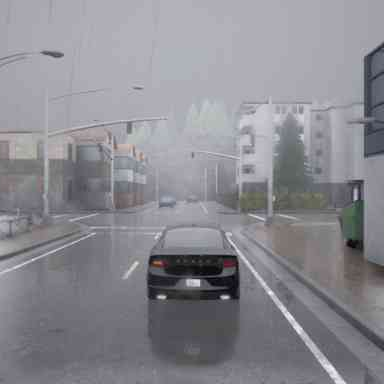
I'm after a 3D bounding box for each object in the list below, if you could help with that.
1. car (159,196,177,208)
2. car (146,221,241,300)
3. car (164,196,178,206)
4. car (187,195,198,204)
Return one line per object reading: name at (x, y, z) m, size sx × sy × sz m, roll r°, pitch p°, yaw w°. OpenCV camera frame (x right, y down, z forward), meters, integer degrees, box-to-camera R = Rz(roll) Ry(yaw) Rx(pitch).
car at (-3.609, 1.477, 47.401) m, size 1.882 × 1.535 × 5.008 m, roll 0°, pitch 0°, yaw 0°
car at (0.047, 1.478, 8.434) m, size 1.882 × 1.535 × 5.008 m, roll 0°, pitch 0°, yaw 1°
car at (-3.591, 1.491, 57.752) m, size 2.128 × 1.511 × 4.902 m, roll 0°, pitch 0°, yaw 0°
car at (0.205, 1.352, 66.318) m, size 2.097 × 1.767 × 4.553 m, roll 0°, pitch 0°, yaw 2°
